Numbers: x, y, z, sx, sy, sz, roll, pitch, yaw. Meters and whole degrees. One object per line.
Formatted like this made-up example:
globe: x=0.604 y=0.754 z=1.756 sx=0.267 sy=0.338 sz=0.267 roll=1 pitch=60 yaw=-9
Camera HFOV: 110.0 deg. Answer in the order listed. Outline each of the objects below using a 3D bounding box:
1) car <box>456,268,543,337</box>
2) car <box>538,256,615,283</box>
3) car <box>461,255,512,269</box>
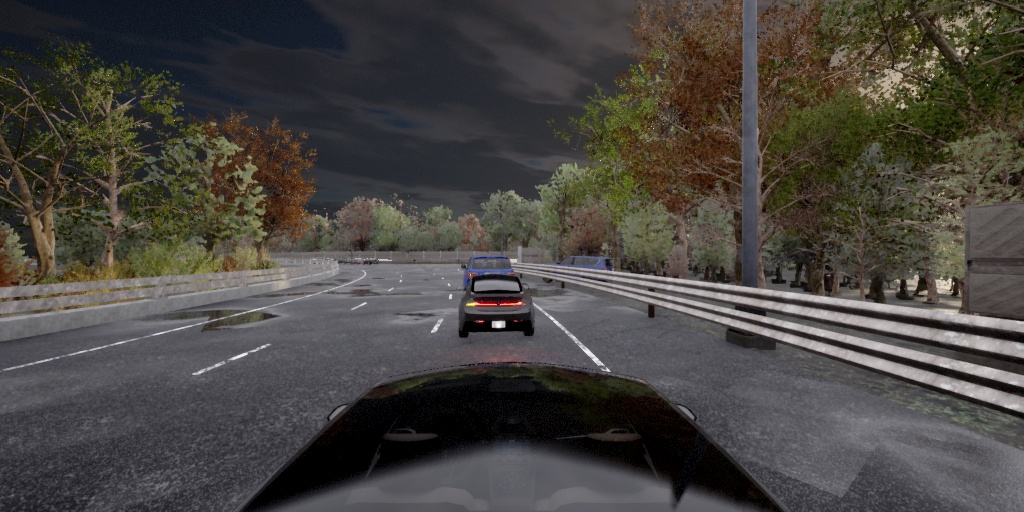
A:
car: x=-0.519 y=1.255 z=10.288 sx=1.837 sy=1.490 sz=4.892 roll=0 pitch=0 yaw=-5
car: x=4.623 y=1.011 z=25.832 sx=5.566 sy=2.045 sz=2.150 roll=3 pitch=0 yaw=33
car: x=-1.211 y=0.971 z=17.233 sx=2.150 sy=2.045 sz=5.566 roll=0 pitch=0 yaw=-9
